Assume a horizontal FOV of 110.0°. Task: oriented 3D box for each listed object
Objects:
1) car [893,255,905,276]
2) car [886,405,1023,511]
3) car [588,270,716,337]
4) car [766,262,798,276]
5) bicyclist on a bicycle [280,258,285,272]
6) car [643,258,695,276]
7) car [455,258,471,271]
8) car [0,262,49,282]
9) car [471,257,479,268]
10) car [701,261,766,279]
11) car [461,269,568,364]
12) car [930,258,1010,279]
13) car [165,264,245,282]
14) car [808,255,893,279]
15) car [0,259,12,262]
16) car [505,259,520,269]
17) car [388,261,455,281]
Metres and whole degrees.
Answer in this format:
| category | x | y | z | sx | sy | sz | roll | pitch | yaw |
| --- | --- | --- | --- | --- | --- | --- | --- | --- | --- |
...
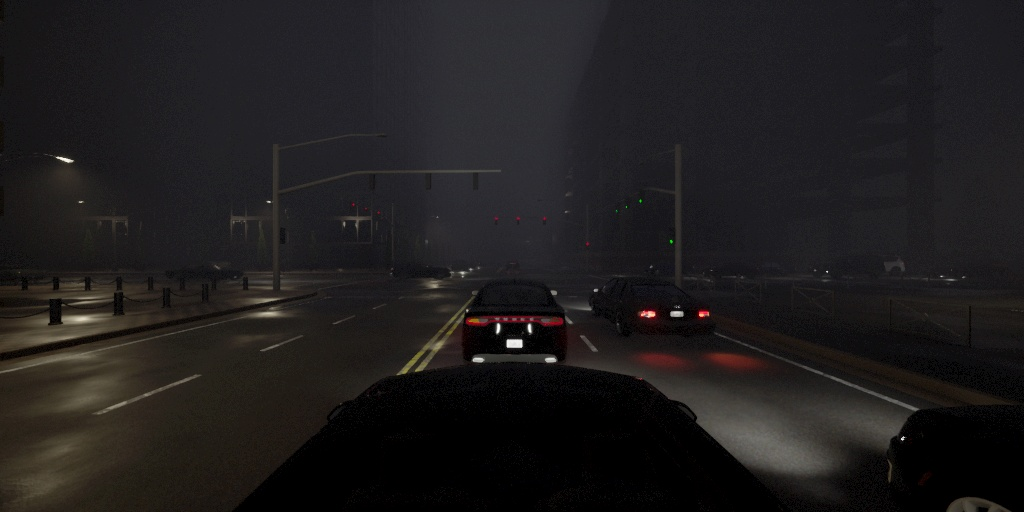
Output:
| category | x | y | z | sx | sy | sz | roll | pitch | yaw |
| --- | --- | --- | --- | --- | --- | --- | --- | --- | --- |
| car | 34.896 | 0.916 | 35.060 | 5.566 | 2.045 | 2.150 | 0 | 0 | 0 |
| car | 3.600 | 1.255 | 0.504 | 1.837 | 1.490 | 4.892 | 0 | 0 | 0 |
| car | 3.573 | 1.297 | 10.241 | 2.033 | 1.411 | 5.357 | 0 | 0 | 0 |
| car | 24.705 | 1.242 | 35.032 | 5.357 | 1.411 | 2.033 | 0 | 0 | 0 |
| bicyclist on a bicycle | -25.400 | 0.995 | 39.334 | 0.582 | 1.620 | 1.656 | 0 | 0 | 0 |
| car | 15.237 | 1.046 | 35.022 | 4.553 | 1.767 | 2.097 | 0 | 0 | 0 |
| car | -7.084 | 1.227 | 48.507 | 1.882 | 1.535 | 5.008 | 0 | 0 | 0 |
| car | -38.870 | 1.295 | 27.478 | 4.718 | 1.301 | 1.895 | 0 | 0 | 1 |
| car | -7.069 | 1.297 | 59.020 | 2.033 | 1.411 | 5.357 | 0 | 0 | 0 |
| car | 19.161 | 1.220 | 31.493 | 4.674 | 1.442 | 1.812 | 0 | 0 | 0 |
| car | 0.056 | 1.228 | 8.118 | 1.882 | 1.535 | 5.008 | 0 | 0 | 0 |
| car | 39.918 | 1.172 | 31.561 | 5.008 | 1.535 | 1.882 | 0 | 0 | 0 |
| car | -23.328 | 1.295 | 27.368 | 4.718 | 1.301 | 1.895 | 0 | 0 | 0 |
| car | 29.426 | 0.916 | 31.546 | 5.566 | 2.045 | 2.150 | 0 | 0 | 0 |
| car | -51.170 | 1.046 | 34.787 | 4.553 | 1.767 | 2.097 | 0 | 0 | 1 |
| car | 0.114 | 1.241 | 52.063 | 2.128 | 1.511 | 4.902 | 0 | 0 | 0 |
| car | -7.506 | 1.213 | 29.294 | 4.902 | 1.511 | 2.128 | 0 | 0 | -23 |
